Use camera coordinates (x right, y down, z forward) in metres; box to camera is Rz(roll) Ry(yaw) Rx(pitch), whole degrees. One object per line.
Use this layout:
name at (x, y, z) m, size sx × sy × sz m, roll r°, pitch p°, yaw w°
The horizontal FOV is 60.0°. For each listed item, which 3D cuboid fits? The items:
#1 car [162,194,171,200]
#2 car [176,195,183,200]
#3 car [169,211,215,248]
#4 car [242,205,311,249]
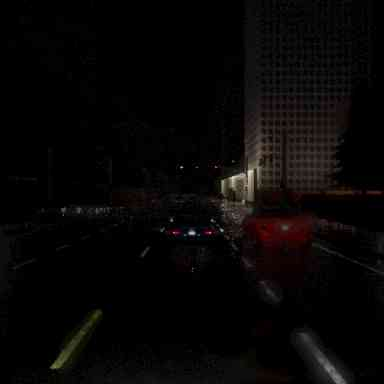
car at (-7.000, 1.348, 92.135) m, size 2.097 × 1.767 × 4.553 m, roll 0°, pitch 0°, yaw 0°
car at (-3.500, 1.588, 92.075) m, size 1.895 × 1.301 × 4.718 m, roll 0°, pitch 0°, yaw 0°
car at (0.000, 1.562, 14.650) m, size 2.033 × 1.411 × 5.357 m, roll 0°, pitch 0°, yaw 0°
car at (3.500, 1.365, 14.620) m, size 2.097 × 1.767 × 4.553 m, roll 0°, pitch 0°, yaw 0°
